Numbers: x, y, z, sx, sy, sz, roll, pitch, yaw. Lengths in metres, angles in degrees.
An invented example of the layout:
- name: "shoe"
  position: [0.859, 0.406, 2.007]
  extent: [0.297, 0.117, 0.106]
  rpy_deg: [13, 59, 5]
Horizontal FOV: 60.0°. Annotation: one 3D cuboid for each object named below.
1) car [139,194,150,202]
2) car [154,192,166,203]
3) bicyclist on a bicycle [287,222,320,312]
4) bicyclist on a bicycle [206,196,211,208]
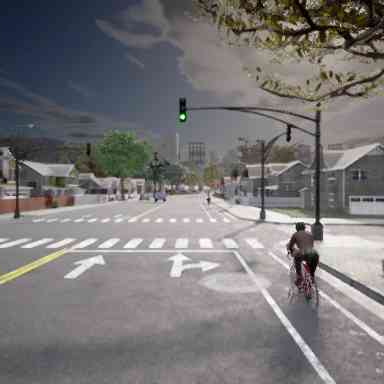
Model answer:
- name: "car"
  position: [-9.740, 1.155, 68.433]
  extent: [1.812, 1.442, 4.674]
  rpy_deg: [0, 0, 0]
- name: "car"
  position: [-6.490, 1.008, 68.404]
  extent: [2.150, 2.045, 5.566]
  rpy_deg: [0, 0, 0]
- name: "bicyclist on a bicycle"
  position: [2.251, 1.455, 6.764]
  extent: [0.582, 1.620, 1.656]
  rpy_deg: [0, 0, 0]
- name: "bicyclist on a bicycle"
  position: [2.257, 1.357, 44.956]
  extent: [0.659, 1.776, 1.843]
  rpy_deg: [0, 0, 0]
